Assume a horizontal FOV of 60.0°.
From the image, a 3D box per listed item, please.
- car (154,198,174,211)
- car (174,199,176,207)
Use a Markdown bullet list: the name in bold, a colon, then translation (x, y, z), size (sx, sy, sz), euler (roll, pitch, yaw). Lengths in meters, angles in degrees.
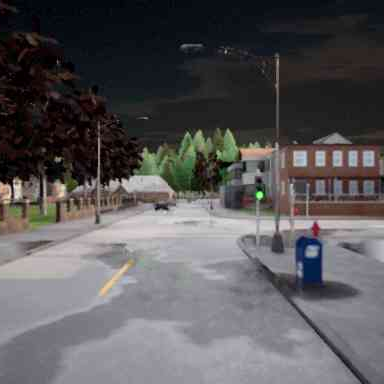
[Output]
- **car**: translation (-4.087, 1.893, 46.312), size (2.033, 1.411, 5.357), euler (0, 0, 0)
- **car**: translation (-4.017, 1.834, 61.888), size (2.097, 1.767, 4.553), euler (0, 0, 0)
